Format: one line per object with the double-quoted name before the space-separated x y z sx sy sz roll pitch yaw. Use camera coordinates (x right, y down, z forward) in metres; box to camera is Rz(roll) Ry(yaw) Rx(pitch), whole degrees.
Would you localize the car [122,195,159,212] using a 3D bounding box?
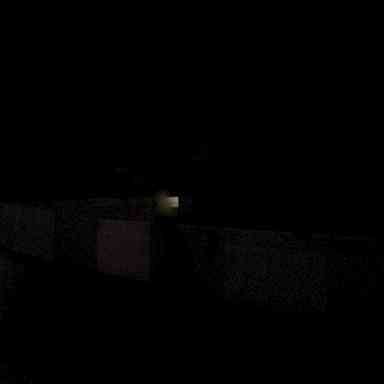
"car" -5.129 1.150 30.625 2.097 1.767 4.553 -2 -1 35
